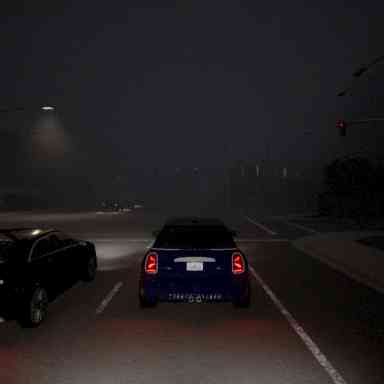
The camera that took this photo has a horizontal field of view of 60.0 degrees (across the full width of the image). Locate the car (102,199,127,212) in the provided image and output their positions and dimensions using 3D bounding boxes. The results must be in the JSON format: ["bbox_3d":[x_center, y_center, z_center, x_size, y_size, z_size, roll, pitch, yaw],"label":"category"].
[{"bbox_3d":[-10.683,1.692,44.948,2.097,1.767,4.553,0,0,0],"label":"car"}]

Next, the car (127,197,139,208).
[{"bbox_3d":[-10.693,1.880,54.726,2.128,1.511,4.902,0,0,0],"label":"car"}]

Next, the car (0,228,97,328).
[{"bbox_3d":[-3.448,1.503,6.971,2.128,1.511,4.902,0,0,0],"label":"car"}]

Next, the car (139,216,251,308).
[{"bbox_3d":[0.057,1.364,8.112,2.097,1.767,4.553,0,0,0],"label":"car"}]

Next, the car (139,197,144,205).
[{"bbox_3d":[-10.658,1.795,66.048,2.128,1.511,4.902,0,1,0],"label":"car"}]
